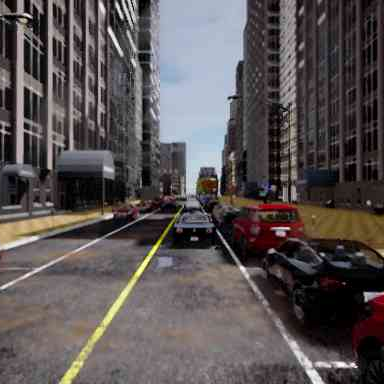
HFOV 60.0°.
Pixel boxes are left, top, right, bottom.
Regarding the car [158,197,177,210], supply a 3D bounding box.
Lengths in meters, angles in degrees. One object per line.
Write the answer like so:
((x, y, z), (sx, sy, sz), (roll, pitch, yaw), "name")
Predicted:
((-3.022, 1.708, 44.623), (1.994, 1.385, 4.181), (0, 0, 1), "car")

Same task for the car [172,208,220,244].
((0.096, 1.653, 16.010), (1.895, 1.301, 4.718), (0, 0, 0), "car")

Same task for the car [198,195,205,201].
((2.670, 1.743, 95.607), (1.967, 1.590, 4.097), (0, 0, 0), "car")

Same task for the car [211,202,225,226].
((2.688, 1.628, 23.596), (2.008, 1.369, 4.403), (0, 0, 0), "car")

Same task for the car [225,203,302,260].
((2.692, 1.356, 12.519), (2.192, 1.841, 5.009), (0, 0, 0), "car")

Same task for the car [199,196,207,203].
((2.674, 1.777, 79.159), (1.752, 1.417, 4.829), (0, 0, 0), "car")

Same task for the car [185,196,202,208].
((0.089, 1.673, 45.707), (1.812, 1.442, 4.674), (0, 0, 0), "car")

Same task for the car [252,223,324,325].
((2.693, 1.589, 6.979), (1.947, 1.339, 4.313), (0, 0, 0), "car")

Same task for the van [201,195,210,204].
((2.678, 1.558, 67.911), (1.690, 1.788, 3.998), (0, 0, 0), "van")

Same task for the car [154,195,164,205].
((-5.700, 1.497, 56.830), (2.192, 1.841, 5.009), (0, 0, 0), "car")

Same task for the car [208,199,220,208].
((2.687, 1.621, 29.306), (1.752, 1.417, 4.829), (0, 0, 0), "car")

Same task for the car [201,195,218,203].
((2.684, 1.462, 45.754), (2.192, 1.841, 5.009), (0, 0, 0), "car")

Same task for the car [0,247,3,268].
((-5.688, 1.605, 6.976), (1.802, 1.307, 4.206), (0, 0, 0), "car")

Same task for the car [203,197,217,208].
((2.681, 1.605, 51.293), (1.967, 1.590, 4.097), (0, 0, 0), "car")

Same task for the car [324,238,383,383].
((2.695, 1.320, 1.440), (2.192, 1.841, 5.009), (0, 0, 0), "car")

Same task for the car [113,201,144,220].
((-5.693, 1.677, 29.133), (1.802, 1.307, 4.206), (0, 0, 0), "car")

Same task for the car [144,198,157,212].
((-5.696, 1.712, 40.211), (1.802, 1.307, 4.206), (0, 0, 0), "car")

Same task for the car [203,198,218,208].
((2.684, 1.696, 40.214), (1.947, 1.339, 4.313), (0, 0, 0), "car")

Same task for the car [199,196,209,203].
((2.676, 1.674, 73.450), (1.967, 1.590, 4.097), (0, 0, 0), "car")
